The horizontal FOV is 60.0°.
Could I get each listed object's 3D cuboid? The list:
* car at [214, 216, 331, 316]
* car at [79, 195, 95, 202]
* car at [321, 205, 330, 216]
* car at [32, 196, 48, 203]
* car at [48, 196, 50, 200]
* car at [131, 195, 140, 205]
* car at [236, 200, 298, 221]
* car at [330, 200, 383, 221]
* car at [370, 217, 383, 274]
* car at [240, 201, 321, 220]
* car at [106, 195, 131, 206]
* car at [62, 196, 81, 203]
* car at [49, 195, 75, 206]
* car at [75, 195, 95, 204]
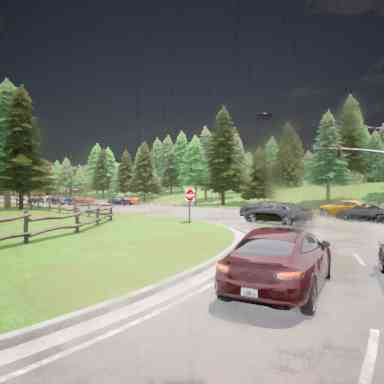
[{"bbox_3d":[2.043,1.526,7.622,1.812,1.442,4.674,0,0,28],"label":"car"},{"bbox_3d":[-23.301,1.504,73.696,1.837,1.490,4.892,0,0,-40],"label":"car"},{"bbox_3d":[13.958,1.478,29.863,1.882,1.535,5.008,0,0,-40],"label":"car"},{"bbox_3d":[-31.115,1.528,66.693,1.812,1.442,4.674,0,0,-40],"label":"car"},{"bbox_3d":[-28.838,1.358,69.411,2.097,1.767,4.553,0,0,-40],"label":"car"},{"bbox_3d":[-11.194,1.356,59.556,2.097,1.767,4.553,0,0,-40],"label":"car"},{"bbox_3d":[6.237,1.492,28.149,2.128,1.511,4.902,0,0,-40],"label":"car"},{"bbox_3d":[13.229,1.564,25.309,1.994,1.385,4.181,0,0,-40],"label":"car"},{"bbox_3d":[5.351,1.548,7.316,2.033,1.411,5.357,0,0,24],"label":"car"},{"bbox_3d":[5.923,1.492,23.104,2.128,1.511,4.902,0,0,-40],"label":"car"},{"bbox_3d":[-12.727,1.528,55.952,1.812,1.442,4.674,0,0,-40],"label":"car"},{"bbox_3d":[-25.974,1.543,71.439,2.033,1.411,5.357,0,0,-40],"label":"car"},{"bbox_3d":[-21.989,1.529,56.060,1.812,1.442,4.674,0,0,-40],"label":"car"},{"bbox_3d":[-18.626,1.358,57.503,2.097,1.767,4.553,0,0,-40],"label":"car"}]
